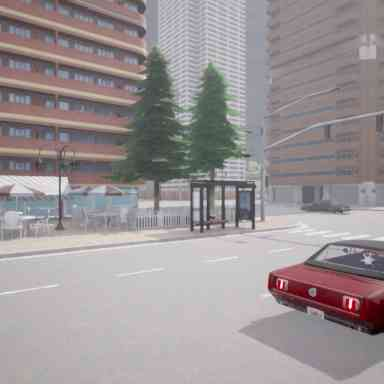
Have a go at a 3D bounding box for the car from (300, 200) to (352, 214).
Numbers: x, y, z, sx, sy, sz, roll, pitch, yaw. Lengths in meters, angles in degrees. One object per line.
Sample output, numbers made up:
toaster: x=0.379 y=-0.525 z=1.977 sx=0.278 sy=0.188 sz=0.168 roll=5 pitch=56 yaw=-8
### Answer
car: x=14.568 y=1.603 z=36.473 sx=2.033 sy=1.411 sz=5.357 roll=0 pitch=0 yaw=-35

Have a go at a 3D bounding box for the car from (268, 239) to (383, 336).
car: x=3.733 y=1.601 z=6.473 sx=4.718 sy=1.301 sz=1.895 roll=0 pitch=0 yaw=-36
